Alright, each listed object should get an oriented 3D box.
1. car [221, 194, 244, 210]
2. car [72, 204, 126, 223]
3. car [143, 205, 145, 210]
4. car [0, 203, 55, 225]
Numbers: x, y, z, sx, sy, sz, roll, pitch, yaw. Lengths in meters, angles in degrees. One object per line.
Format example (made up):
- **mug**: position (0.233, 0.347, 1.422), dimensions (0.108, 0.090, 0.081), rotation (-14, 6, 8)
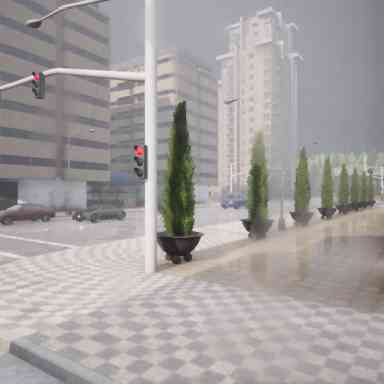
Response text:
- **car**: position (6.043, 1.266, 45.383), dimensions (2.150, 2.045, 5.566), rotation (0, 1, 34)
- **car**: position (-7.206, 1.619, 26.147), dimensions (1.994, 1.385, 4.181), rotation (0, 0, 35)
- **car**: position (-3.376, 1.656, 37.889), dimensions (1.895, 1.301, 4.718), rotation (0, 0, 35)
- **car**: position (-12.475, 1.581, 24.627), dimensions (1.812, 1.442, 4.674), rotation (0, 0, 34)
